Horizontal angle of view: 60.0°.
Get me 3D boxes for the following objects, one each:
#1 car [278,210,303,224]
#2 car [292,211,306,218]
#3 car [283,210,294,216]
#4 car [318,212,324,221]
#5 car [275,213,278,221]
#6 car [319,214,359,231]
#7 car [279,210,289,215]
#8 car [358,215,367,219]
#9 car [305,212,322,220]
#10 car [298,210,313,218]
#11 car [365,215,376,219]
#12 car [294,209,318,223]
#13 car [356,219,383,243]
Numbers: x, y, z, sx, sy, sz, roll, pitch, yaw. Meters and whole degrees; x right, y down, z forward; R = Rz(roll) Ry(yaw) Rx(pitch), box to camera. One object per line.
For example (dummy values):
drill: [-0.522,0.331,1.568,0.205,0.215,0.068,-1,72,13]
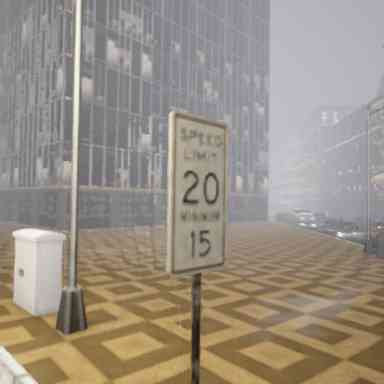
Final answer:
car: [13.988,3.706,47.459,1.752,1.417,4.829,0,-2,4]
car: [23.952,4.947,74.612,1.887,1.381,4.507,0,-2,4]
car: [24.790,5.437,85.642,1.802,1.307,4.206,0,-2,4]
car: [19.817,3.980,52.628,1.837,1.490,4.892,1,-2,4]
car: [14.420,3.972,53.143,1.947,1.339,4.313,0,-2,4]
car: [15.554,3.348,35.460,1.895,1.301,4.718,1,-2,4]
car: [25.209,5.632,91.159,2.008,1.369,4.403,0,-2,4]
car: [21.440,3.515,41.523,1.967,1.590,4.097,0,-2,4]
car: [23.114,4.499,63.581,1.887,1.381,4.507,0,-2,4]
car: [23.534,4.618,69.102,1.967,1.590,4.097,0,-2,4]
car: [18.143,3.168,30.613,1.994,1.385,4.181,1,-2,4]
car: [16.672,3.551,50.131,2.150,2.045,5.566,1,-3,4]
car: [11.893,2.621,19.880,1.752,1.417,4.829,0,-2,4]
